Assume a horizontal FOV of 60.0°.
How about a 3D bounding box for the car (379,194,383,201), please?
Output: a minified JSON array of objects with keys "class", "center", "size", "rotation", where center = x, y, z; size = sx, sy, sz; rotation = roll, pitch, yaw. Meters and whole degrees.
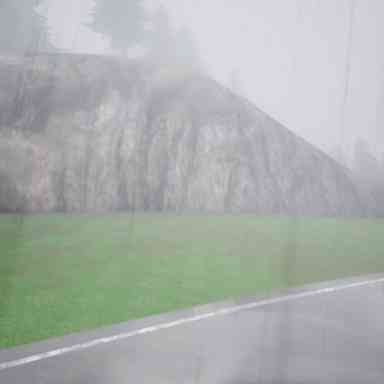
[{"class":"car","center":[38.352,0.994,64.004],"size":[2.150,2.045,5.566],"rotation":[0,0,0]}]
